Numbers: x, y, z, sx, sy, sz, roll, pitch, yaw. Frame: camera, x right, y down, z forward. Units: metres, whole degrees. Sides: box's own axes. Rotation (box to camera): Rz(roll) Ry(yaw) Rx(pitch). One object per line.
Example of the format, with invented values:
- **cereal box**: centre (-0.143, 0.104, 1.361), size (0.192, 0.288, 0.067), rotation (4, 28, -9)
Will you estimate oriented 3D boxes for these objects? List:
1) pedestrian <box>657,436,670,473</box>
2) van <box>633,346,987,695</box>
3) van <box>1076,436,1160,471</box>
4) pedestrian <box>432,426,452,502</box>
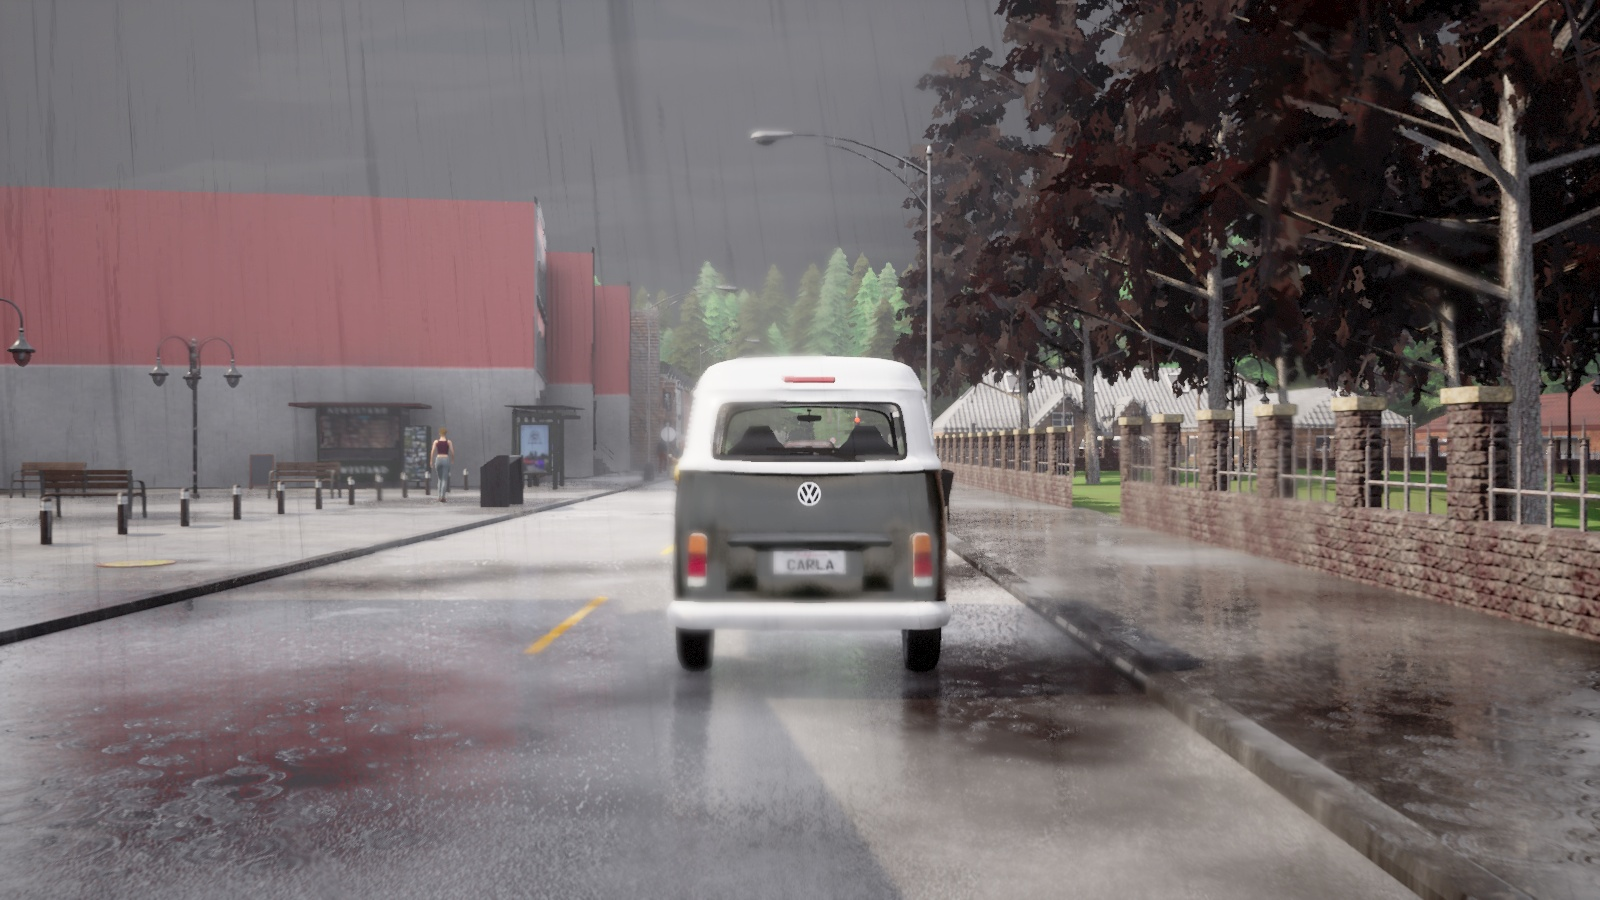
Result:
- **pedestrian**: centre (-6.865, 0.219, 62.997), size (0.353, 1.847, 0.614), rotation (0, 0, 29)
- **van**: centre (0.072, 0.431, 9.586), size (2.069, 2.038, 4.480), rotation (0, 0, 0)
- **van**: centre (18.781, 0.222, 74.302), size (4.480, 2.038, 2.069), rotation (0, 0, -1)
- **pedestrian**: centre (-8.764, 0.340, 30.760), size (0.345, 1.836, 0.594), rotation (0, 0, -3)
